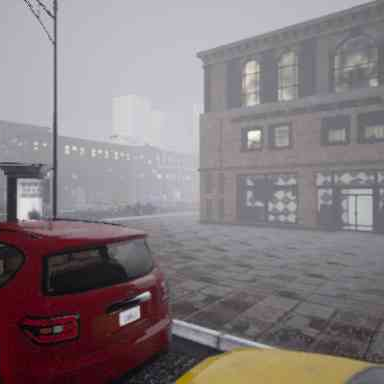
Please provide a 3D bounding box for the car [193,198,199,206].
[{"bbox_3d":[2.556,1.780,56.530,1.994,1.385,4.181,0,0,35],"label":"car"}]

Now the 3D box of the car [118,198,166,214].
[{"bbox_3d":[-5.238,1.656,35.436,1.887,1.381,4.507,0,0,35],"label":"car"}]

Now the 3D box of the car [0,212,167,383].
[{"bbox_3d":[-2.562,1.313,4.704,5.009,1.841,2.192,0,0,36],"label":"car"}]

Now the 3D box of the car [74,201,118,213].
[{"bbox_3d":[-10.864,1.701,37.584,1.895,1.301,4.718,0,0,35],"label":"car"}]

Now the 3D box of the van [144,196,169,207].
[{"bbox_3d":[-5.782,1.499,49.326,1.690,1.788,3.998,0,0,35],"label":"van"}]

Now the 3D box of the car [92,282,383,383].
[{"bbox_3d":[1.808,1.526,1.585,4.829,1.417,1.752,0,0,36],"label":"car"}]

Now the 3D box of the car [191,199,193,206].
[{"bbox_3d":[0.476,1.739,58.227,1.752,1.417,4.829,0,0,35],"label":"car"}]

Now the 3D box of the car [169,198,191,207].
[{"bbox_3d":[-2.604,1.737,53.845,2.008,1.369,4.403,0,0,35],"label":"car"}]
